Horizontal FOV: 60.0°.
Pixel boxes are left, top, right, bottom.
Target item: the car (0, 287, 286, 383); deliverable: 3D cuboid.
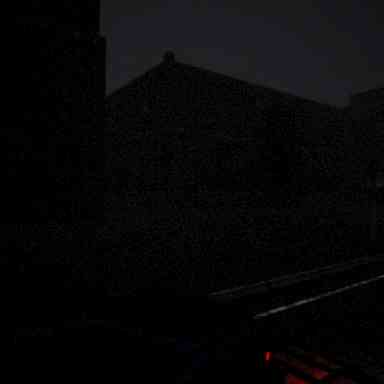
[{"bbox_3d":[-1.701,1.534,2.166,5.357,1.411,2.033,-1,1,-36],"label":"car"}]
